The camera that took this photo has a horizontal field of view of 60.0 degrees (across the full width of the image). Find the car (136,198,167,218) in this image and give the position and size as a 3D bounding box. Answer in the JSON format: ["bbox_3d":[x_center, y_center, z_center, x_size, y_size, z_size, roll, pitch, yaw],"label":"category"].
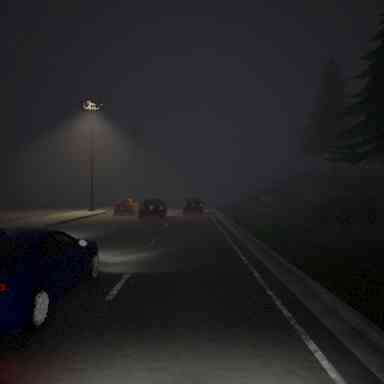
[{"bbox_3d":[-3.391,1.352,29.860,2.097,1.767,4.553,0,0,0],"label":"car"}]

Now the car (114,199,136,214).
[{"bbox_3d":[-6.887,1.478,35.240,1.882,1.535,5.008,0,-1,0],"label":"car"}]

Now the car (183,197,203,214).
[{"bbox_3d":[0.108,1.352,35.371,2.097,1.767,4.553,0,0,0],"label":"car"}]

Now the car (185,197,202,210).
[{"bbox_3d":[0.281,1.491,44.583,2.128,1.511,4.902,0,0,2],"label":"car"}]

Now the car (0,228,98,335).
[{"bbox_3d":[-3.399,1.477,6.844,1.882,1.535,5.008,0,0,0],"label":"car"}]
